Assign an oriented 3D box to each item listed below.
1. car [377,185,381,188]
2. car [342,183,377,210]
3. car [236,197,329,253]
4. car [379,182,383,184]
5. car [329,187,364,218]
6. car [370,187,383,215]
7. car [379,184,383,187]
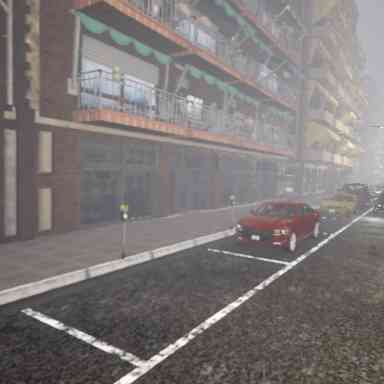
[{"bbox_3d":[15.242,0.355,29.649,2.008,1.369,4.403,4,4,33],"label":"car"},{"bbox_3d":[12.198,0.276,25.031,2.192,1.841,5.009,4,4,33],"label":"car"},{"bbox_3d":[3.039,0.974,11.226,1.887,1.381,4.507,4,4,33],"label":"car"},{"bbox_3d":[21.346,-0.063,38.854,1.967,1.590,4.097,4,4,33],"label":"car"},{"bbox_3d":[9.048,0.646,20.295,1.752,1.417,4.829,4,4,33],"label":"car"},{"bbox_3d":[13.027,0.697,21.576,1.837,1.490,4.892,4,4,34],"label":"car"},{"bbox_3d":[18.293,0.201,34.255,2.008,1.369,4.403,4,4,33],"label":"car"}]
